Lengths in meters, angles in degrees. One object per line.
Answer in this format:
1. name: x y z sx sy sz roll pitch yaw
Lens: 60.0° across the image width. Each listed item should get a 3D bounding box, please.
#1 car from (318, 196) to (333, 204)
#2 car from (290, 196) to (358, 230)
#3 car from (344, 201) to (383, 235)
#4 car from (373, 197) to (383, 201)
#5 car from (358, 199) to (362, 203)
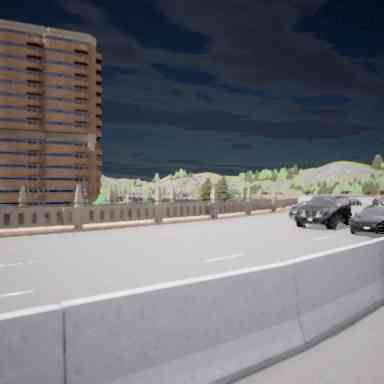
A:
1. car: 26.646 1.538 66.525 1.837 1.490 4.892 0 0 11
2. car: 8.836 1.278 21.928 2.150 2.045 5.566 0 0 41
3. car: 10.367 1.519 18.447 1.882 1.535 5.008 0 0 42
4. car: 30.834 1.610 54.295 2.128 1.511 4.902 0 0 18
5. car: 28.486 1.684 58.523 2.033 1.411 5.357 0 0 15
